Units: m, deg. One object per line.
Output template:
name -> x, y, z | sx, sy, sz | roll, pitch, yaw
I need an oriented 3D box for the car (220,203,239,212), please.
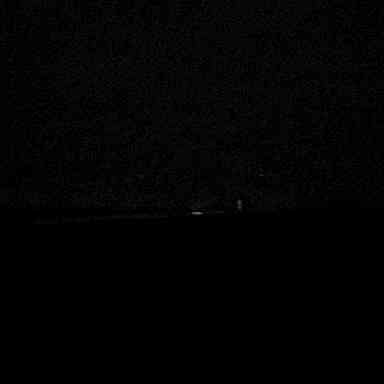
car -> 6.867, 2.812, 61.120 | 1.837, 1.490, 4.892 | -1, -1, 36

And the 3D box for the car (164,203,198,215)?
car -> -1.781, 2.609, 49.012 | 2.033, 1.411, 5.357 | -1, -1, 36

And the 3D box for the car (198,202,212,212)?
car -> 1.607, 2.595, 58.493 | 2.097, 1.767, 4.553 | -1, -1, 36
